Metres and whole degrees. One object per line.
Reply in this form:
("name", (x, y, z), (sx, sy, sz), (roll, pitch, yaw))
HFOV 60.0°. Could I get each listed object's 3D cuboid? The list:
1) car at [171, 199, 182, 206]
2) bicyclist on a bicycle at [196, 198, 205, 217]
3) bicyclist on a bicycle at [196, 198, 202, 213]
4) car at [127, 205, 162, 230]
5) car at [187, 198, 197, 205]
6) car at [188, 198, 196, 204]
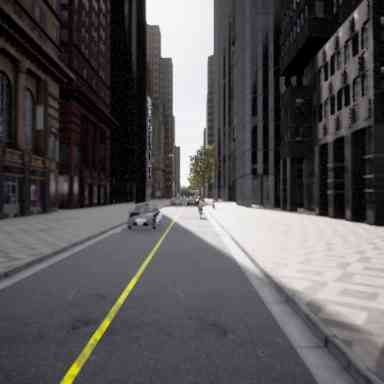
("car", (-2.988, 2.047, 64.090), (1.994, 1.385, 4.181), (0, -1, 0))
("bicyclist on a bicycle", (0.835, 1.626, 31.671), (0.866, 1.612, 1.509), (0, 0, 0))
("bicyclist on a bicycle", (0.840, 1.624, 39.977), (0.659, 1.776, 1.843), (0, 0, 0))
("car", (-3.087, 1.620, 22.343), (2.128, 1.511, 4.902), (0, 0, 0))
("car", (0.026, 2.101, 69.800), (1.994, 1.385, 4.181), (0, -1, 0))
("car", (0.029, 2.172, 81.061), (1.837, 1.490, 4.892), (0, -1, 0))
